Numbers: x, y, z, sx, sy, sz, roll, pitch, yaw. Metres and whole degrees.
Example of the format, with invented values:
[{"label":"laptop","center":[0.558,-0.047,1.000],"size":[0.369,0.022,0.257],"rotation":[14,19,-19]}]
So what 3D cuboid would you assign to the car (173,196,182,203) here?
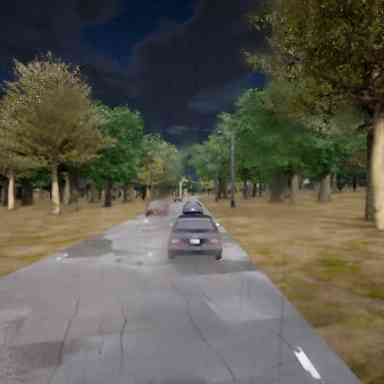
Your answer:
[{"label":"car","center":[-3.010,1.646,71.745],"size":[2.033,1.411,5.357],"rotation":[0,0,0]}]

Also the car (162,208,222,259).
[{"label":"car","center":[0.093,1.556,12.619],"size":[2.033,1.411,5.357],"rotation":[0,0,0]}]

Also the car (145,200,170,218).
[{"label":"car","center":[-3.102,1.502,30.673],"size":[1.882,1.535,5.008],"rotation":[0,0,0]}]

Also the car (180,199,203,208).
[{"label":"car","center":[0.092,1.592,32.918],"size":[1.994,1.385,4.181],"rotation":[0,0,0]}]
